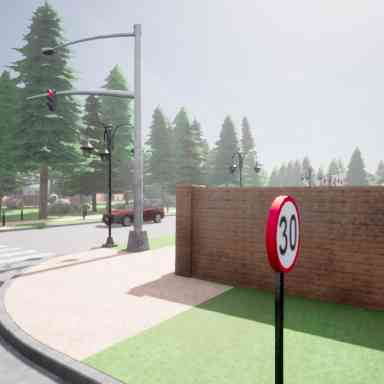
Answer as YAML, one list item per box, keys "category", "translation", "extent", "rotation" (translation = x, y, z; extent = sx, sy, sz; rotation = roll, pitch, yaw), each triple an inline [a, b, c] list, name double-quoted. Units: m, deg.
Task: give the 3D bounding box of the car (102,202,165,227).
- category: "car"
  translation: [-3.991, 1.463, 23.142]
  extent: [1.882, 1.535, 5.008]
  rotation: [0, 0, 35]
